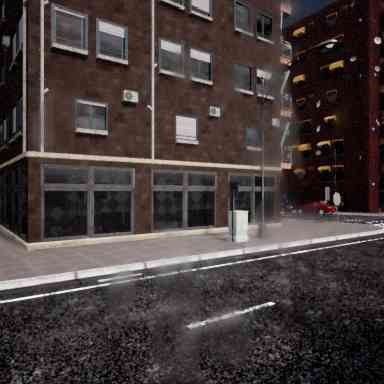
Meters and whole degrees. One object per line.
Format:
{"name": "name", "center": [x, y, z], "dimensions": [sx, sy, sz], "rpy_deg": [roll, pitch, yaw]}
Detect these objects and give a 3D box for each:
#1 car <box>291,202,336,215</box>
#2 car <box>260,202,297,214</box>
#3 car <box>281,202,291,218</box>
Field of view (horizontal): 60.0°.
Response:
{"name": "car", "center": [13.955, 1.829, 37.604], "dimensions": [1.887, 1.381, 4.507], "rpy_deg": [-1, 0, -36]}
{"name": "car", "center": [10.837, 1.920, 41.916], "dimensions": [1.947, 1.339, 4.313], "rpy_deg": [-1, 0, -36]}
{"name": "car", "center": [7.191, 1.862, 32.714], "dimensions": [1.802, 1.307, 4.206], "rpy_deg": [-1, 0, -36]}
